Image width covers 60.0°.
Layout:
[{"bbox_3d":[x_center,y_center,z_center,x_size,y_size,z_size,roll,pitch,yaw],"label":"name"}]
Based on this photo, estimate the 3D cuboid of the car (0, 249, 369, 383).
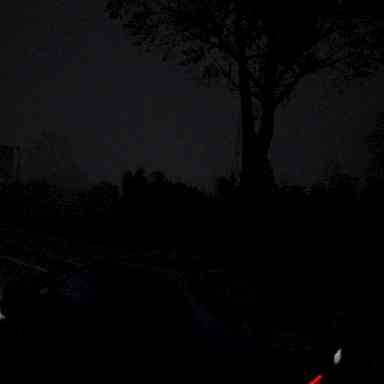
[{"bbox_3d":[-0.633,1.554,4.607,5.357,1.411,2.033,0,0,38],"label":"car"}]
